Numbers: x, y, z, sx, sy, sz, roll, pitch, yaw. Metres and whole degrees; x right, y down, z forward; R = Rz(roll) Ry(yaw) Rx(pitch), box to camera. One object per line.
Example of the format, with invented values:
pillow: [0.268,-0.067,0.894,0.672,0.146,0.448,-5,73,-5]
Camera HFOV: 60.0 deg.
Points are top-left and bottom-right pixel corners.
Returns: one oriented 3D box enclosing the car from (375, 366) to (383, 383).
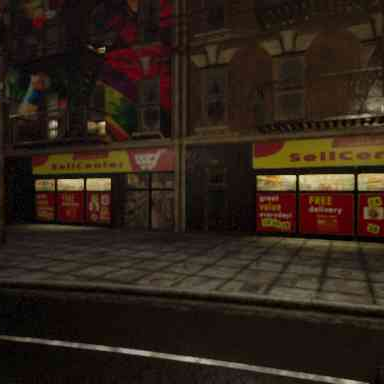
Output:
car: [3.741,1.552,1.316,5.357,1.411,2.033,0,0,20]
